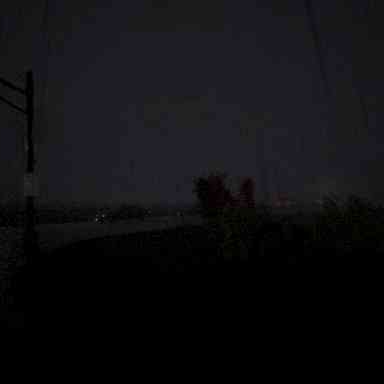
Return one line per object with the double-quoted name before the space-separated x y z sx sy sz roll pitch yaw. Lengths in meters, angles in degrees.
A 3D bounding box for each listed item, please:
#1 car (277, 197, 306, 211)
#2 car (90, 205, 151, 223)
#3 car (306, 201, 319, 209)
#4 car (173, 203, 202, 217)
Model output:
"car" 14.456 1.687 49.054 2.150 2.045 5.566 -1 -1 38
"car" -5.687 1.736 27.322 2.033 1.411 5.357 -1 -1 36
"car" 20.667 2.186 57.767 1.895 1.301 4.718 -1 -1 36
"car" 0.252 1.848 35.561 2.033 1.411 5.357 -1 -1 37
